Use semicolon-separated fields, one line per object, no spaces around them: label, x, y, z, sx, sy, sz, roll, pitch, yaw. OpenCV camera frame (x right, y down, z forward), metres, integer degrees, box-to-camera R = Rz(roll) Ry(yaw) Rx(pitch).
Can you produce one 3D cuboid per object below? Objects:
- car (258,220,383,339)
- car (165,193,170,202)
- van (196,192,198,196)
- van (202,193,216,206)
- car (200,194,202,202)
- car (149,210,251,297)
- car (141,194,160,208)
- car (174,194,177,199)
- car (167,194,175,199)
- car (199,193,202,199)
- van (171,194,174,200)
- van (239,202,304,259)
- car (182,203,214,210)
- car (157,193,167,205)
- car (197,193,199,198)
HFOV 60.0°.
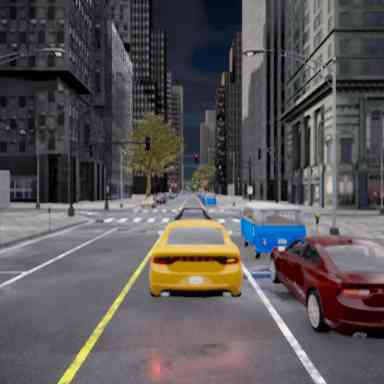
car;2.781;1.520;6.599;1.887;1.381;4.507;0;0;0
car;-5.755;1.124;60.579;2.192;1.841;5.009;0;0;0
van;2.771;1.074;93.414;1.690;1.788;3.998;0;0;0
van;2.770;1.179;50.108;1.690;1.788;3.998;0;0;0
car;2.769;1.389;55.521;1.947;1.339;4.313;0;0;0
car;0.089;1.446;8.533;1.882;1.535;5.008;0;0;0
car;-5.762;1.379;44.540;1.752;1.417;4.829;0;0;0
car;-5.755;1.313;87.024;1.947;1.339;4.313;0;0;0
car;-5.755;1.261;92.143;1.752;1.417;4.829;0;0;0
car;2.769;1.353;60.934;1.887;1.381;4.507;0;0;0
van;-5.755;1.112;76.446;1.690;1.788;3.998;0;0;0
van;2.782;1.297;12.123;1.690;1.788;3.998;0;0;0
car;0.061;1.502;17.388;1.994;1.385;4.181;0;0;0
car;-5.756;1.368;55.290;1.887;1.381;4.507;0;0;0
car;2.770;1.332;71.761;2.008;1.369;4.403;0;0;0
